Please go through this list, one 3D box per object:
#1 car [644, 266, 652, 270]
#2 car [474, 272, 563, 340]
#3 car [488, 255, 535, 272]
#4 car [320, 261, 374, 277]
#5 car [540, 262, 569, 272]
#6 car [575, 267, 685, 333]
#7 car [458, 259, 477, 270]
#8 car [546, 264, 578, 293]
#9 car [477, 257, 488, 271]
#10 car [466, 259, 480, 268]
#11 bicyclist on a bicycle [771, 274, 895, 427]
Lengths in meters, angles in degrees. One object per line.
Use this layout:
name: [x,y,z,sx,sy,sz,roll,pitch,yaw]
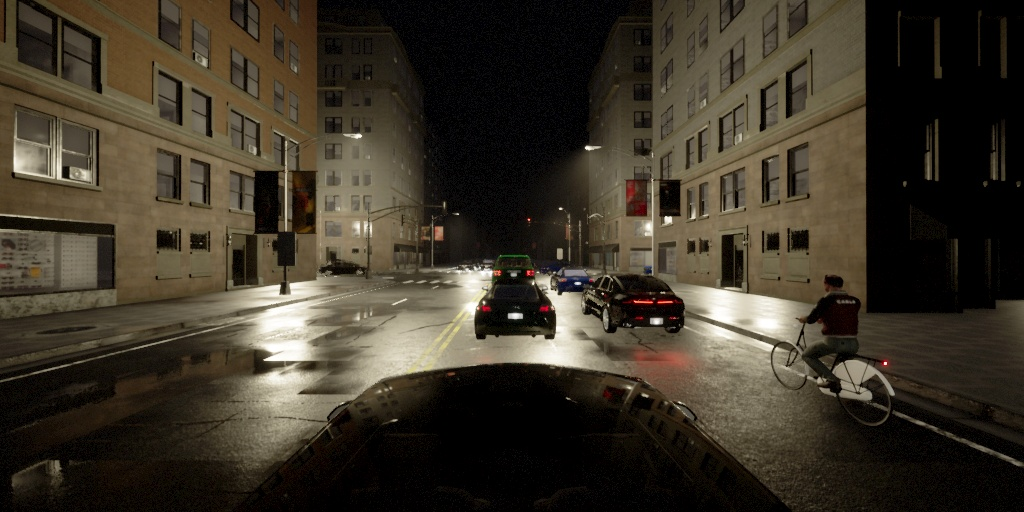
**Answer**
car: [16.363,1.289,37.584,5.008,1.535,1.882,0,0,0]
car: [0.087,1.315,10.027,1.994,1.385,4.181,0,0,0]
car: [0.079,0.975,19.440,2.150,2.045,5.566,0,0,0]
car: [-15.989,1.243,34.840,4.892,1.490,1.837,0,0,-2]
car: [5.009,1.286,34.693,4.674,1.442,1.812,0,0,0]
car: [3.336,1.256,10.693,1.837,1.490,4.892,0,0,0]
car: [-6.645,1.292,52.247,1.812,1.442,4.674,0,0,0]
car: [3.228,1.317,19.589,1.994,1.385,4.181,0,0,0]
car: [-3.397,1.257,50.991,2.128,1.511,4.902,0,0,0]
car: [-6.642,1.273,61.257,1.837,1.490,4.892,0,0,0]
bicyclist on a bicycle: [4.140,1.121,4.825,0.659,1.776,1.843,0,0,0]
